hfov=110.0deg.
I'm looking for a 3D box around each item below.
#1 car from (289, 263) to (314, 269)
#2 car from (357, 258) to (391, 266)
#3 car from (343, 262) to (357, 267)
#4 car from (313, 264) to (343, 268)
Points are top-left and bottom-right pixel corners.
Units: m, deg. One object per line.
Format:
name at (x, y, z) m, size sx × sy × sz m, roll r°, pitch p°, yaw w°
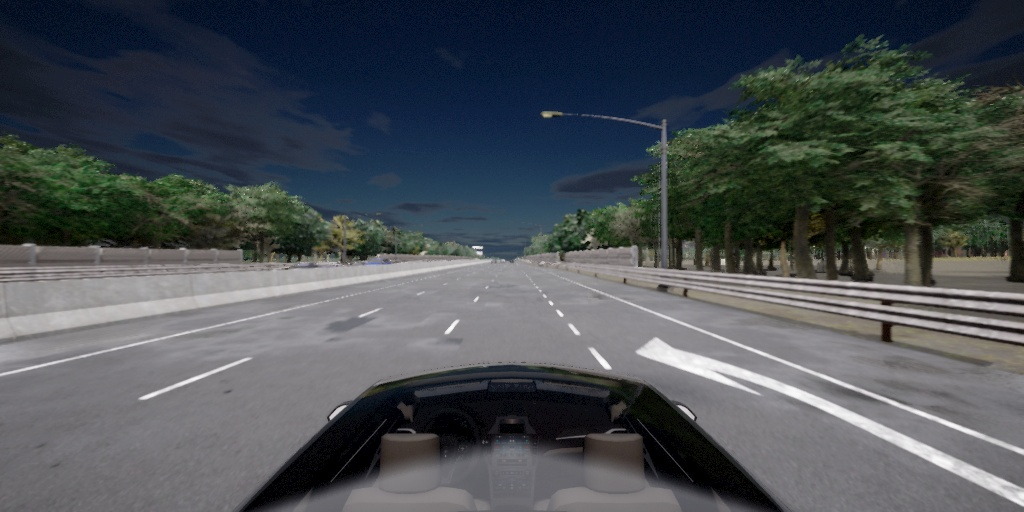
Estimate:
car at (-28.041, 1.643, 48.881) m, size 2.033 × 1.411 × 5.357 m, roll 0°, pitch 0°, yaw 1°
car at (-17.567, 1.305, 46.788) m, size 2.150 × 2.045 × 5.566 m, roll 0°, pitch 0°, yaw 0°
car at (-21.063, 1.605, 49.756) m, size 1.837 × 1.490 × 4.892 m, roll 0°, pitch 0°, yaw 0°
car at (-24.549, 1.697, 48.960) m, size 1.895 × 1.301 × 4.718 m, roll 0°, pitch 0°, yaw 1°
